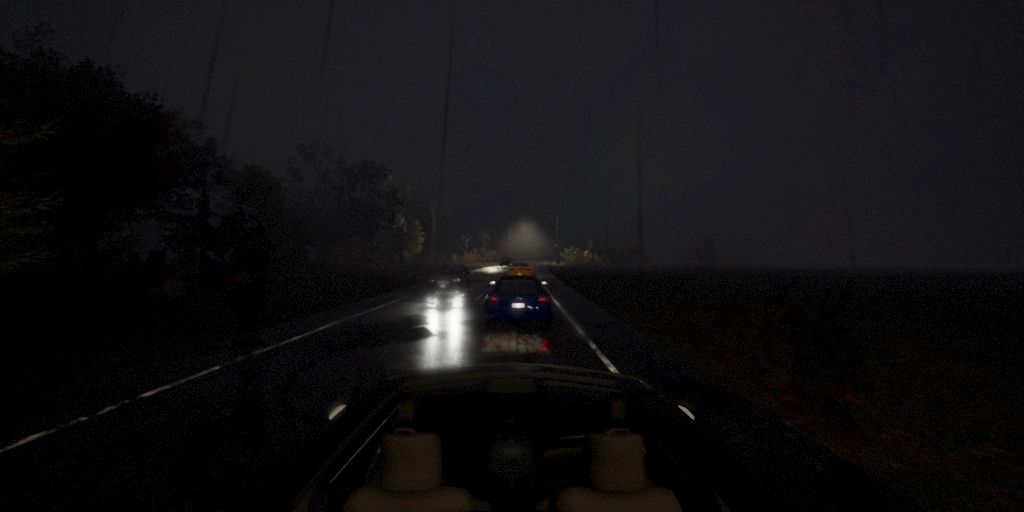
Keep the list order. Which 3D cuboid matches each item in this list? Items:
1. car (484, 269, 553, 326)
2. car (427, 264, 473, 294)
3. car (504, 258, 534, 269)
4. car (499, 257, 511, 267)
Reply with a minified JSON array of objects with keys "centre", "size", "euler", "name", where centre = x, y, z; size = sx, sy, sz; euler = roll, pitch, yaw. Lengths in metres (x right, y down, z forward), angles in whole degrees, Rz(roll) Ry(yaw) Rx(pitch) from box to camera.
[{"centre":[0.202,1.291,11.616],"size":[1.994,1.385,4.181],"euler":[0,0,1],"name":"car"},{"centre":[-3.310,1.196,19.966],"size":[2.128,1.511,4.902],"euler":[0,0,2],"name":"car"},{"centre":[0.664,1.161,28.251],"size":[1.882,1.535,5.008],"euler":[0,0,2],"name":"car"},{"centre":[-0.895,0.935,61.607],"size":[2.097,1.767,4.553],"euler":[0,0,6],"name":"car"}]
